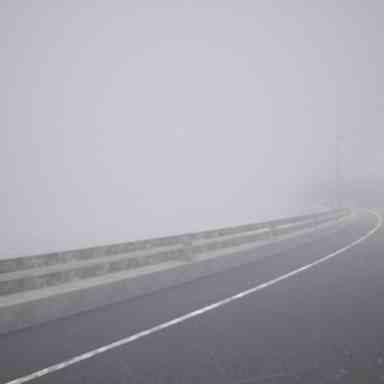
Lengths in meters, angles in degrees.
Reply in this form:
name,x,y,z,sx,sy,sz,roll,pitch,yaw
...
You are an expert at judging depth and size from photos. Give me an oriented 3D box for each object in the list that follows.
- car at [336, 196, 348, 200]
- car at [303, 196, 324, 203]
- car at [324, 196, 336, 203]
name,x,y,z,sx,sy,sz,roll,pitch,yaw
car,36.681,1.788,82.352,2.128,1.511,4.902,-2,-1,-5
car,29.716,1.968,81.666,1.837,1.490,4.892,-2,-1,-5
car,33.152,1.981,82.816,1.895,1.301,4.718,-2,-1,-5
